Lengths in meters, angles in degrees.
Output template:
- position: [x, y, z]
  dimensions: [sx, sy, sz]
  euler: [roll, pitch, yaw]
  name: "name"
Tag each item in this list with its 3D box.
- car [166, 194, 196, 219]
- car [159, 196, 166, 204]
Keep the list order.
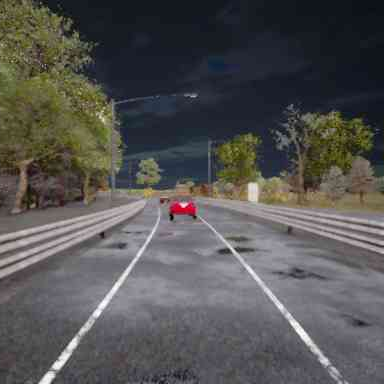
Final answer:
- position: [-0.912, 1.213, 28.990]
  dimensions: [2.150, 2.045, 5.566]
  euler: [0, 0, -5]
  name: "car"
- position: [-5.192, 1.450, 62.713]
  dimensions: [1.882, 1.535, 5.008]
  euler: [0, 0, -10]
  name: "car"
